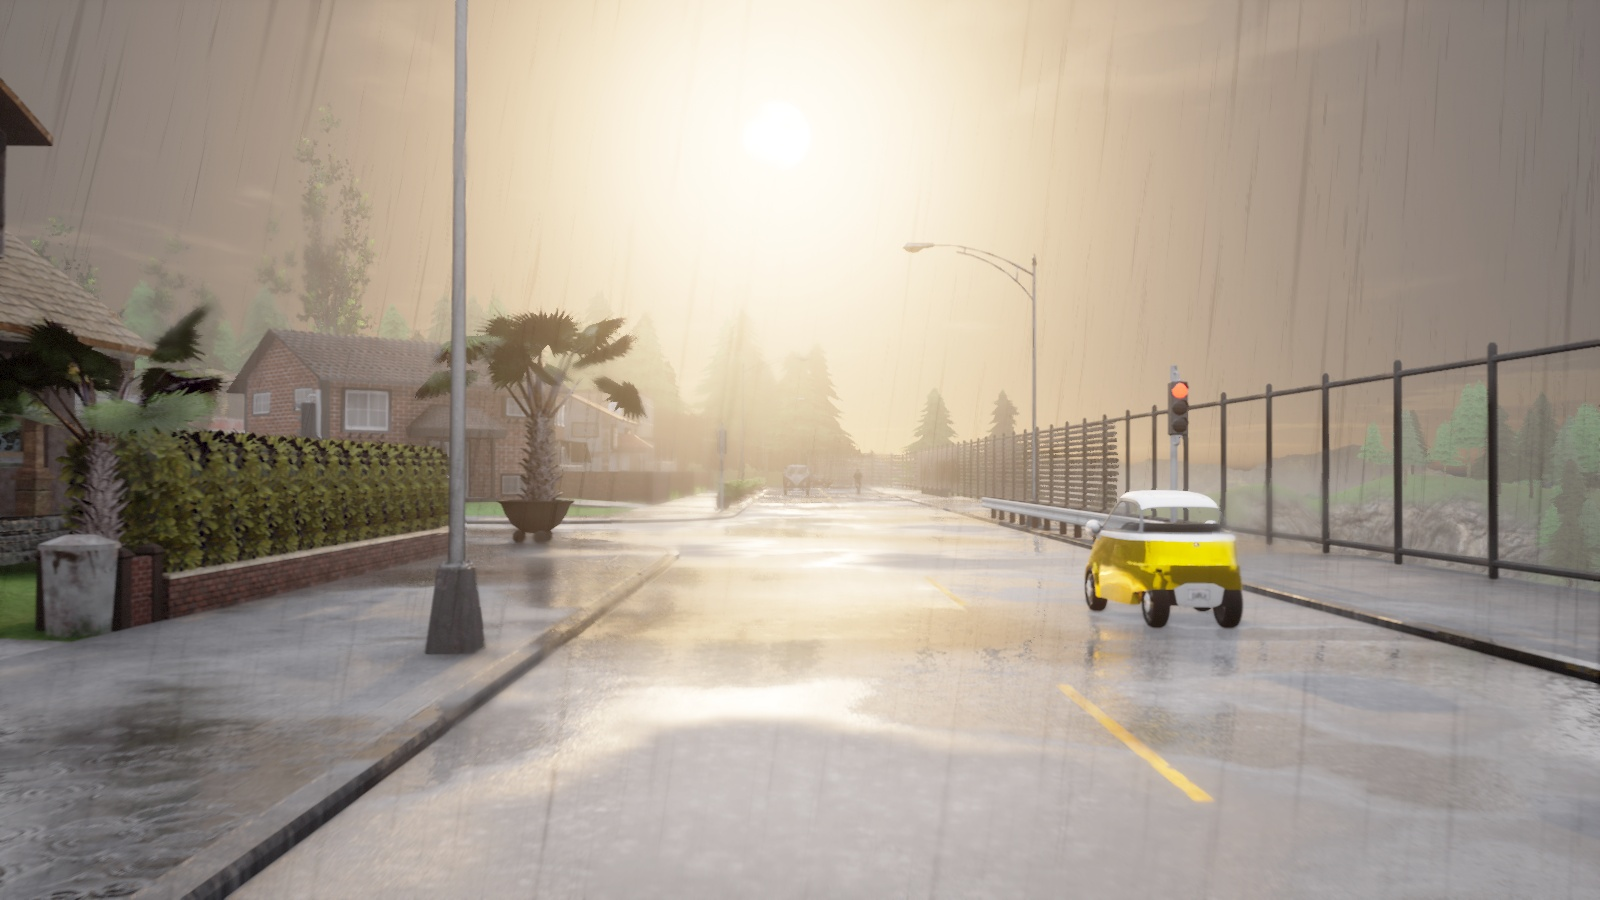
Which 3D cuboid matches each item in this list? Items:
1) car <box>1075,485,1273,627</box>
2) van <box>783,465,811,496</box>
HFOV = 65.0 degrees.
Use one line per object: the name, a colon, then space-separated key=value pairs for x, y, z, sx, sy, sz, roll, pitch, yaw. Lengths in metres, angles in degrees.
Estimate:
car: x=3.970 y=1.086 z=13.617 sx=1.481 sy=1.376 sz=2.207 roll=0 pitch=-1 yaw=0
van: x=-0.212 y=1.979 z=82.869 sx=1.775 sy=1.987 sz=4.442 roll=0 pitch=-1 yaw=0
